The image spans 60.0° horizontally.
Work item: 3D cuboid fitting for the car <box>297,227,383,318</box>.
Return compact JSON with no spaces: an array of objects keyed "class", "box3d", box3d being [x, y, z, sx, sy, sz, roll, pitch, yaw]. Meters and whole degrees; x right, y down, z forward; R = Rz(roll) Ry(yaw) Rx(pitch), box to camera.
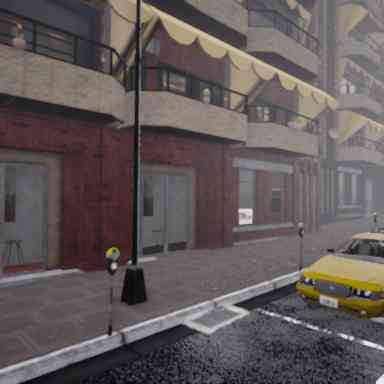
[{"class":"car","box3d":[4.037,1.493,7.188,4.829,1.417,1.752,0,2,-43]}]
